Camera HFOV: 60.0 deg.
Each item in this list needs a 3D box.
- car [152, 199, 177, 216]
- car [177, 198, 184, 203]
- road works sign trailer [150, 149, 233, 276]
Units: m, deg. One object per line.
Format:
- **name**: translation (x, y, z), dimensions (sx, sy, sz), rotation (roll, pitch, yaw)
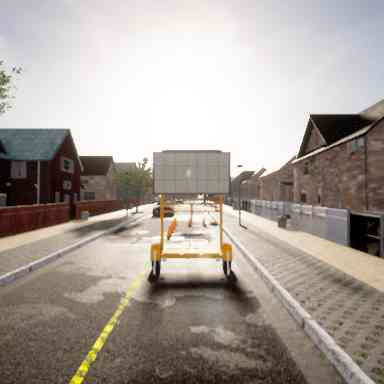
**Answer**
- **car**: translation (-2.862, 1.674, 33.343), dimensions (1.994, 1.385, 4.181), rotation (0, 0, 0)
- **car**: translation (-2.779, 1.997, 74.450), dimensions (2.033, 1.411, 5.357), rotation (0, -1, 0)
- **road works sign trailer**: translation (-0.007, 0.479, 10.392), dimensions (2.380, 3.560, 2.880), rotation (0, 0, 1)
